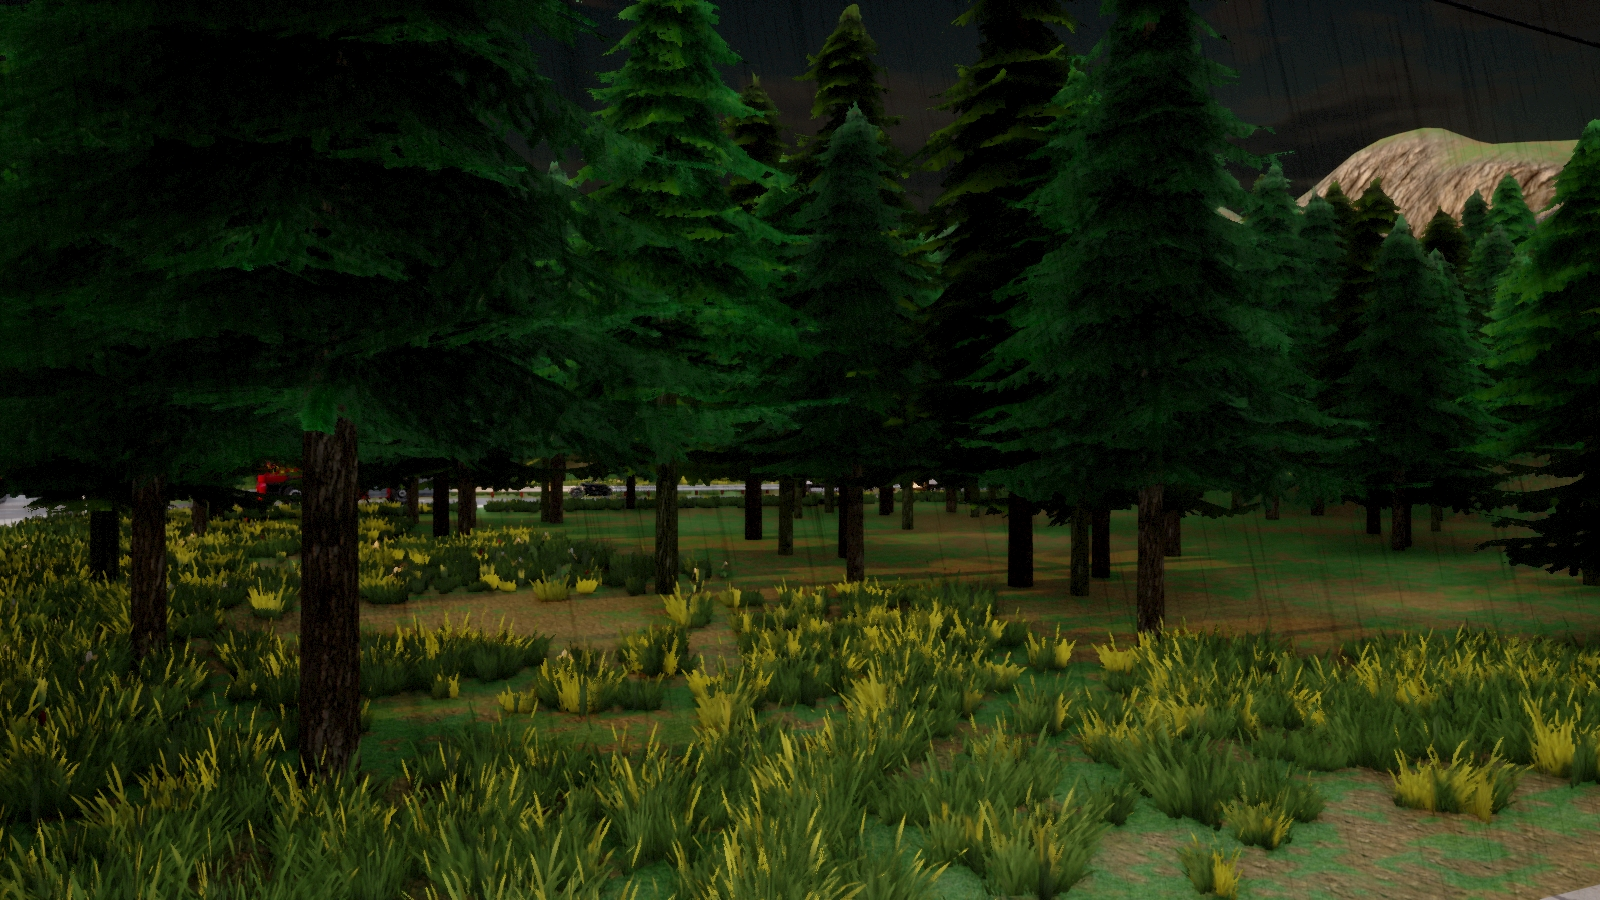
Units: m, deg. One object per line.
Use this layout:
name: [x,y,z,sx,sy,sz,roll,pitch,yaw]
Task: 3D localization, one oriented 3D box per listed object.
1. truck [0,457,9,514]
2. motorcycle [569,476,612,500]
truck: [-38.055,1.557,50.127,5.204,2.467,2.627,0,0,-28]
motorcycle: [-11.883,2.143,64.729,2.356,1.277,0.764,0,0,-15]
